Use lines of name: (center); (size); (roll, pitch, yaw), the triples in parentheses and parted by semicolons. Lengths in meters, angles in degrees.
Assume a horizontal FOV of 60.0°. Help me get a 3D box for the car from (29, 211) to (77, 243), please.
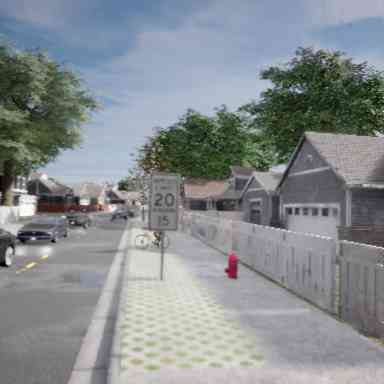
car: (-8.458, 2.069, 19.445); (2.033, 1.411, 5.357); (2, -2, -10)

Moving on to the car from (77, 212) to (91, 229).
car: (-10.147, 2.418, 29.323); (1.994, 1.385, 4.181); (2, -2, -10)

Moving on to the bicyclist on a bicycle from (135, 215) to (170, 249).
bicyclist on a bicycle: (-1.844, 1.878, 15.614); (1.656, 1.620, 0.582); (2, -2, -10)

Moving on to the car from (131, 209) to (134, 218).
car: (-10.470, 3.113, 53.170); (2.097, 1.767, 4.553); (2, -2, -5)

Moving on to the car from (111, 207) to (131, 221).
car: (-9.336, 2.932, 42.960); (1.812, 1.442, 4.674); (2, -2, -8)

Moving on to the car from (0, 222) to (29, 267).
car: (-6.768, 1.683, 9.676); (2.128, 1.511, 4.902); (2, -2, -10)
